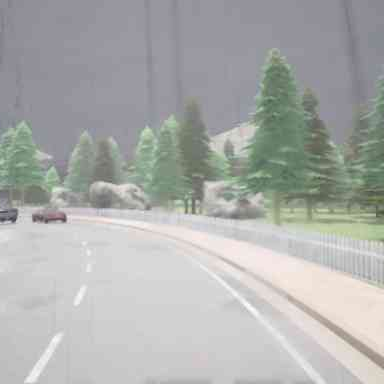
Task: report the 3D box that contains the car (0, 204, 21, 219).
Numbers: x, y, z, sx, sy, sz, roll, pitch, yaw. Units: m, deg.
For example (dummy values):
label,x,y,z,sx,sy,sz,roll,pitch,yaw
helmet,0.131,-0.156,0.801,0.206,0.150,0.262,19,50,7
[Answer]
label,x,y,z,sx,sy,sz,roll,pitch,yaw
car,-21.679,2.178,37.547,5.008,1.535,1.882,-1,-1,32

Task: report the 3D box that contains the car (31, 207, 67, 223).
label,x,y,z,sx,sy,sz,roll,pitch,yaw
car,-13.243,2.100,30.780,1.994,1.385,4.181,0,-1,-45

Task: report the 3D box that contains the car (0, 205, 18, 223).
label,x,y,z,sx,sy,sz,roll,pitch,yaw
car,-17.311,2.049,29.843,4.902,1.511,2.128,-1,-1,44
